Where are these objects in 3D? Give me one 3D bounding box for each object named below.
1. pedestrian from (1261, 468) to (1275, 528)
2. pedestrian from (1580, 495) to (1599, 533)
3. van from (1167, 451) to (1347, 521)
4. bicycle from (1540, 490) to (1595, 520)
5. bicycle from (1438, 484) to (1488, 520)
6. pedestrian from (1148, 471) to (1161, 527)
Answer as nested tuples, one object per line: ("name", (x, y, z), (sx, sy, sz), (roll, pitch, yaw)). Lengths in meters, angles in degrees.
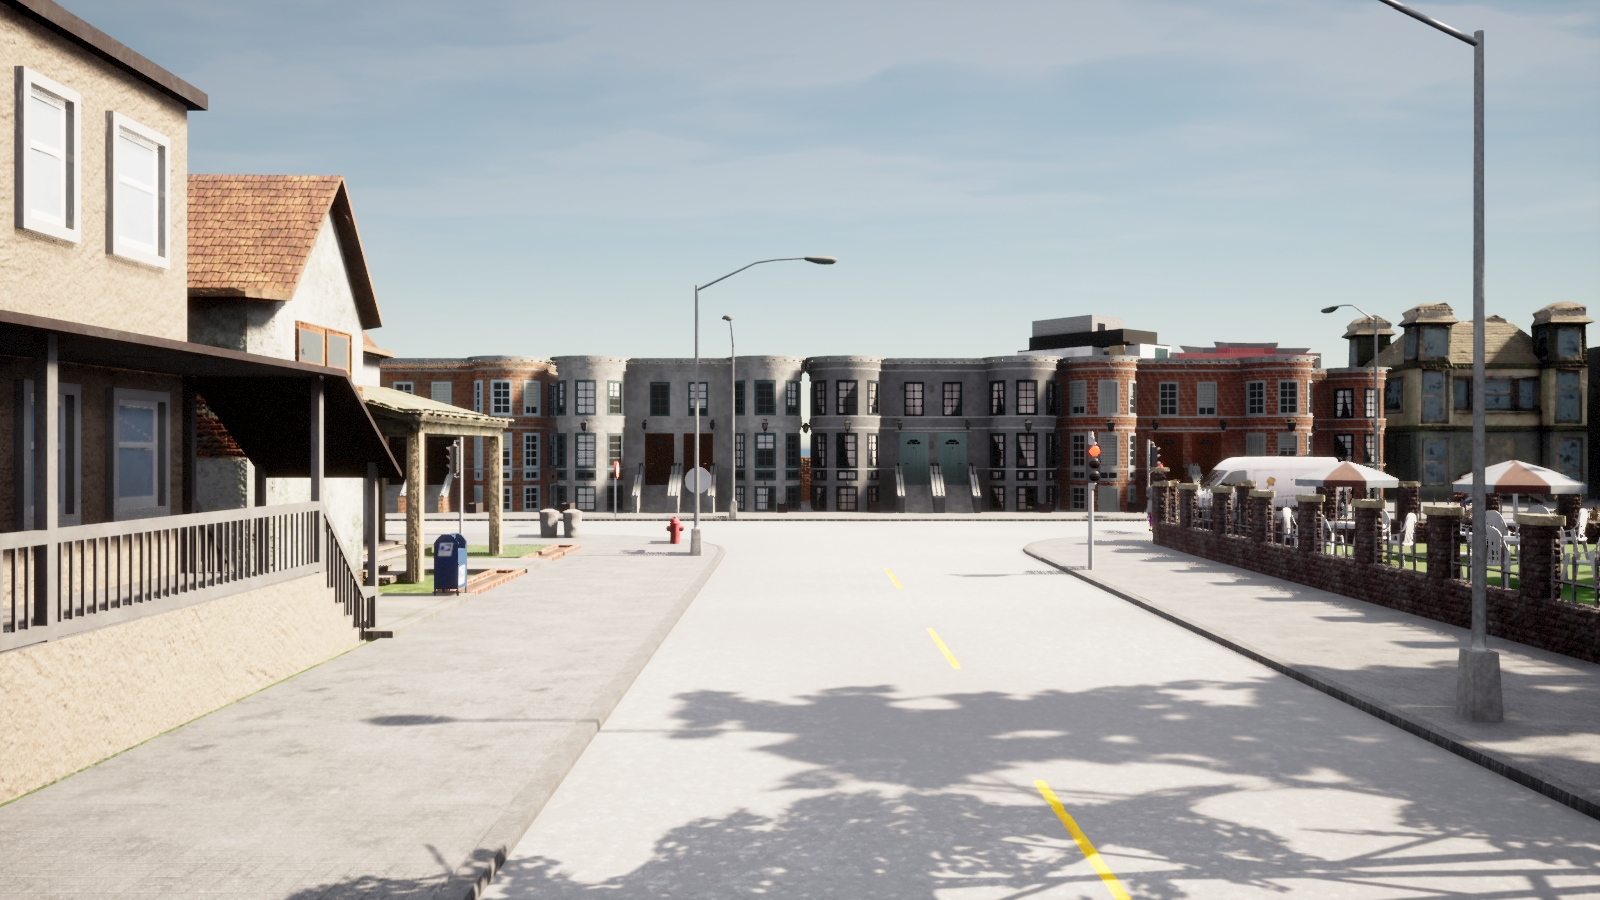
("pedestrian", (14.814, 1.517, 36.185), (0.375, 1.860, 0.375), (0, 0, 18))
("pedestrian", (23.615, 1.904, 33.954), (0.500, 1.100, 0.500), (0, 0, 0))
("van", (17.024, 1.315, 42.744), (5.915, 2.561, 1.988), (0, 0, 0))
("bicycle", (28.689, 2.036, 42.712), (1.487, 1.080, 0.859), (0, 0, 0))
("bicycle", (24.792, 1.936, 42.726), (1.643, 1.296, 0.373), (0, 0, 0))
("pedestrian", (11.853, 1.629, 38.199), (0.375, 1.860, 0.375), (0, 0, 23))
